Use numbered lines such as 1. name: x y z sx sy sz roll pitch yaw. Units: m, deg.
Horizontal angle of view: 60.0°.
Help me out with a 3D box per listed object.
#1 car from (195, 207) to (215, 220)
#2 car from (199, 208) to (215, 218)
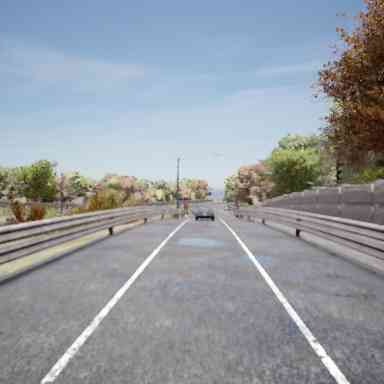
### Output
1. car: 1.384 2.292 35.461 1.994 1.385 4.181 0 -3 3
2. car: 2.191 3.040 47.467 1.994 1.385 4.181 0 -4 5
